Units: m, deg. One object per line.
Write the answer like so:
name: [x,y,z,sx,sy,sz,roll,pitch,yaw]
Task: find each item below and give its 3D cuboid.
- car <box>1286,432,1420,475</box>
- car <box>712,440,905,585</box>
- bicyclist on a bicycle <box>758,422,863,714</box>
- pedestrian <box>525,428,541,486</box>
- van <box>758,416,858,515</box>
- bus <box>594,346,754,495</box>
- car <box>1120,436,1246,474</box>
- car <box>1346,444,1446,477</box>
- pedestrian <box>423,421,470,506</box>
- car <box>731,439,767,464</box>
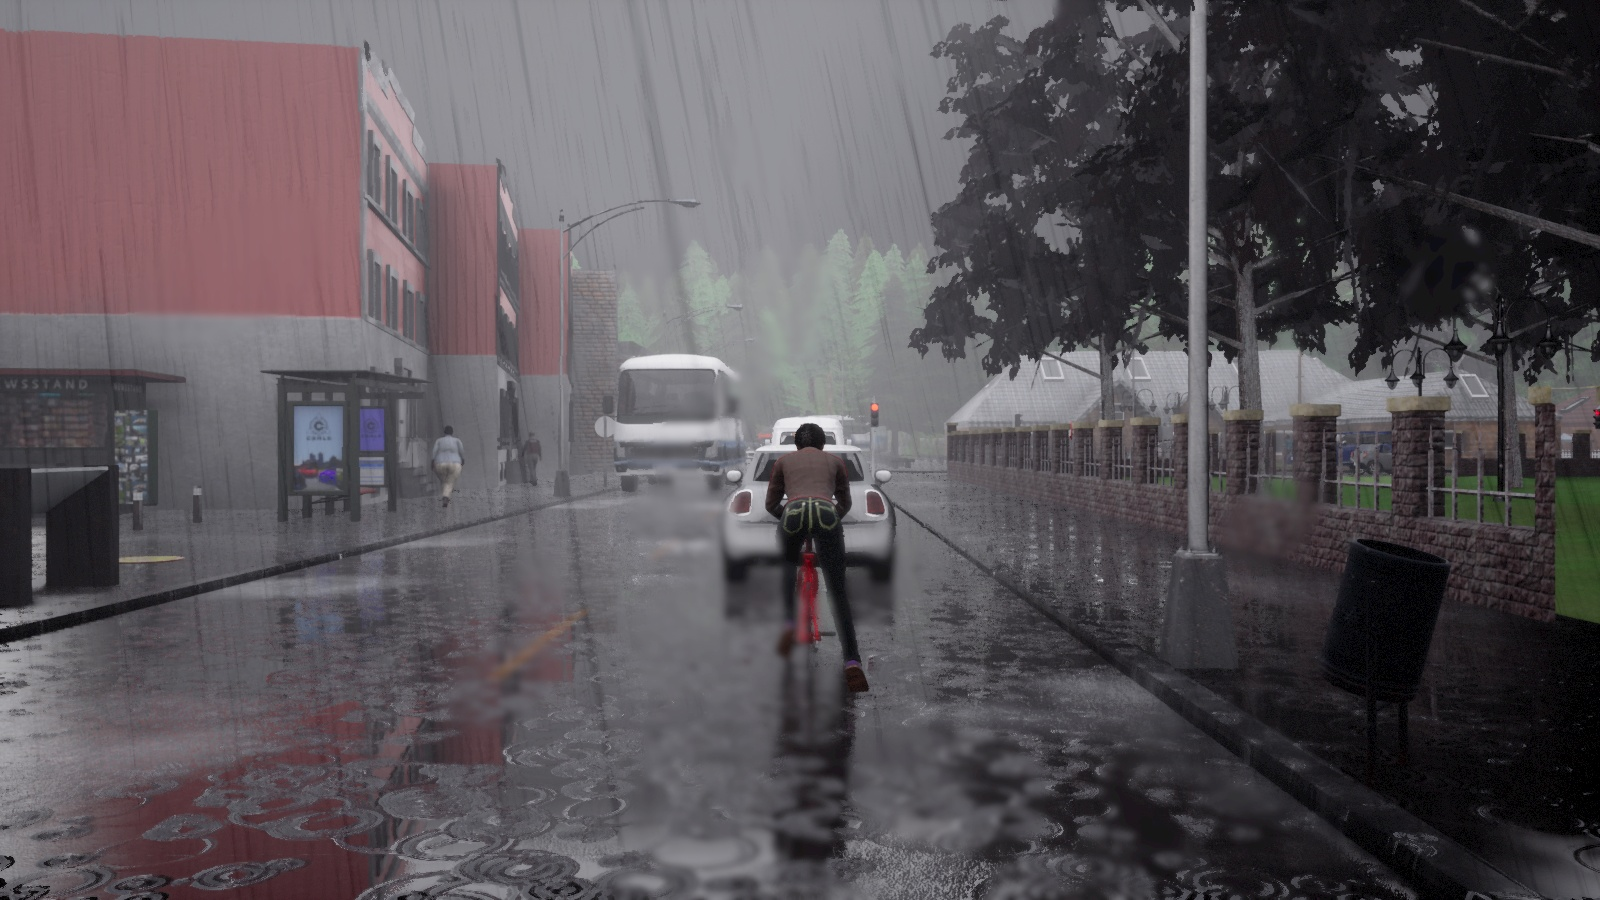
car: [26.718,0.144,60.805,5.566,2.045,2.150,0,0,0]
car: [0.104,0.629,14.715,1.970,1.475,3.806,0,0,0]
bicyclist on a bicycle: [0.062,0.655,7.794,0.582,1.620,1.656,0,0,0]
pedestrian: [-8.700,0.218,40.945,0.376,1.854,0.720,0,0,-24]
van: [0.184,0.311,28.196,2.069,2.038,4.480,0,0,1]
bus: [-3.783,-0.864,41.013,3.944,4.253,10.273,0,0,1]
car: [17.275,0.218,56.805,5.027,1.651,2.152,0,0,-1]
car: [26.893,0.462,56.757,3.633,1.501,1.845,0,0,-1]
pedestrian: [-7.802,0.293,27.752,0.874,1.855,0.900,0,0,-6]
car: [-3.458,0.101,86.349,2.242,1.667,4.611,0,0,1]
